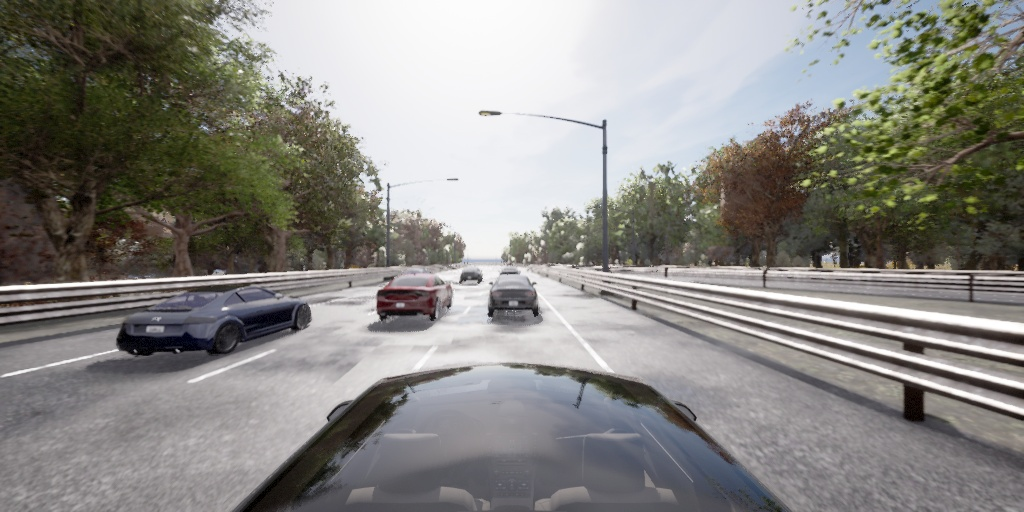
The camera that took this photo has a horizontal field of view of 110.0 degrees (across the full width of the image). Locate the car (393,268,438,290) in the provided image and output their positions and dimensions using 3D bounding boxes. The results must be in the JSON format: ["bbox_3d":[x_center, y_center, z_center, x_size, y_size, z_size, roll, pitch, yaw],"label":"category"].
[{"bbox_3d":[-7.122,1.685,27.141,2.033,1.411,5.357,0,-1,-1],"label":"car"}]

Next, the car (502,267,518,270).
[{"bbox_3d":[-0.225,1.726,32.589,1.837,1.490,4.892,0,-1,-1],"label":"car"}]

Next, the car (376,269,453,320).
[{"bbox_3d":[-3.460,1.404,13.544,1.882,1.535,5.008,0,-1,0],"label":"car"}]

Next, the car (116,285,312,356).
[{"bbox_3d":[-6.935,1.423,8.971,1.994,1.385,4.181,0,-1,0],"label":"car"}]

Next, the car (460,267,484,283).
[{"bbox_3d":[-3.744,1.764,33.504,1.812,1.442,4.674,0,-1,-1],"label":"car"}]

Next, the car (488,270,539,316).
[{"bbox_3d":[0.035,1.462,14.327,1.812,1.442,4.674,0,-1,0],"label":"car"}]
